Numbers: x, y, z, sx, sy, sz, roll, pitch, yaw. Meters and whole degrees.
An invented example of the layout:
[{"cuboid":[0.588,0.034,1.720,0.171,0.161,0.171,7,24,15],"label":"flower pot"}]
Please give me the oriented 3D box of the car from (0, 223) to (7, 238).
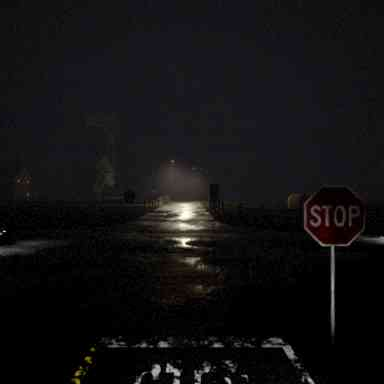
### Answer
[{"cuboid":[-10.253,1.438,13.802,4.674,1.442,1.812,1,-1,-1],"label":"car"}]
